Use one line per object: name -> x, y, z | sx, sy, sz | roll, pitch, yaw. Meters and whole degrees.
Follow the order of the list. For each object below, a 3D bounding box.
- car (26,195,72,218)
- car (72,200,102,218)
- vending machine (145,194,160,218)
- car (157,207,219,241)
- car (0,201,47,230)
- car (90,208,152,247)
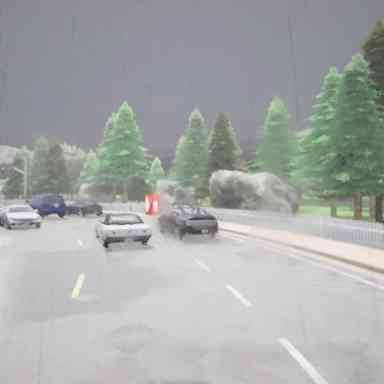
car -> -13.180, 1.275, 29.475 | 5.566, 2.045, 2.150 | 0, 0, 44
car -> -10.276, 1.554, 31.348 | 1.837, 1.490, 4.892 | 1, -1, -45
vending machine -> -3.586, 1.229, 30.087 | 1.100, 2.100, 0.880 | 0, 0, -39
car -> -0.355, 1.507, 16.868 | 2.128, 1.511, 4.902 | 0, 0, -22
car -> -11.176, 1.568, 21.602 | 1.812, 1.442, 4.674 | 0, 0, -38
car -> -3.329, 1.621, 15.223 | 1.895, 1.301, 4.718 | 0, 0, -22
